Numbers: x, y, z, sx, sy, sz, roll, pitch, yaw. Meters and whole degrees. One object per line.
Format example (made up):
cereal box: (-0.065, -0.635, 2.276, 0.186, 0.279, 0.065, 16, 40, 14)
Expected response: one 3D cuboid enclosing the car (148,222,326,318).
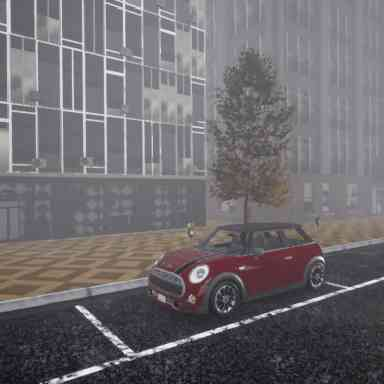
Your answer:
car: (1.059, 1.439, 7.323, 4.097, 1.590, 1.967, 0, -1, -35)
